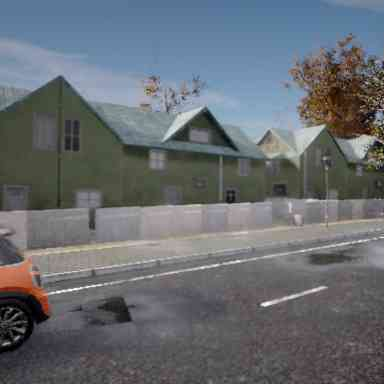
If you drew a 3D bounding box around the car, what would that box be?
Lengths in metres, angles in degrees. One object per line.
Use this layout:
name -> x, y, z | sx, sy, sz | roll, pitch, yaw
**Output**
car -> -4.471, 1.355, 4.477 | 4.553, 1.767, 2.097 | 0, 0, -35
